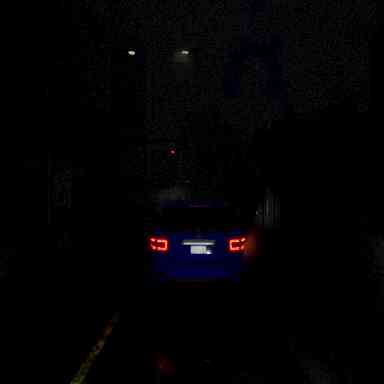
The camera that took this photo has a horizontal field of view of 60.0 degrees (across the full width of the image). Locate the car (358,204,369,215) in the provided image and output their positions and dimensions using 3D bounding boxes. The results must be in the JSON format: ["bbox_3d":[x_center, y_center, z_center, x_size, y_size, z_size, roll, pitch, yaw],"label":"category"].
[{"bbox_3d":[18.241,1.524,32.414,4.206,1.307,1.802,1,0,0],"label":"car"}]

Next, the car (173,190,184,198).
[{"bbox_3d":[-2.533,0.349,64.898,1.895,1.301,4.718,0,2,1],"label":"car"}]

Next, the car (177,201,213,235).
[{"bbox_3d":[0.132,1.389,19.150,1.837,1.490,4.892,0,1,0],"label":"car"}]

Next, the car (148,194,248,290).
[{"bbox_3d":[0.117,1.195,9.124,2.150,2.045,5.566,0,0,0],"label":"car"}]

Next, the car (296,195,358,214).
[{"bbox_3d":[12.843,1.181,32.425,5.009,1.841,2.192,1,0,0],"label":"car"}]

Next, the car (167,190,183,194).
[{"bbox_3d":[-2.680,0.831,45.188,2.128,1.511,4.902,0,2,-1],"label":"car"}]
